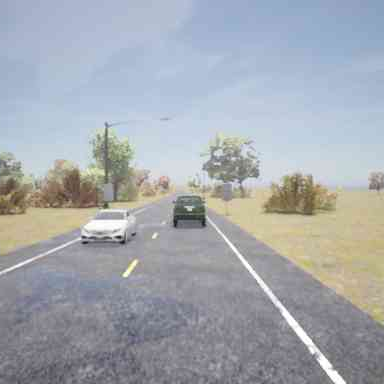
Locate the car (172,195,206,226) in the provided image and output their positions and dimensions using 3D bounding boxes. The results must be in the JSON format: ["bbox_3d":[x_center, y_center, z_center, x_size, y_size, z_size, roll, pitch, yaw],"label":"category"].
[{"bbox_3d":[-0.208,1.208,23.668,2.150,2.045,5.566,0,0,-1],"label":"car"}]

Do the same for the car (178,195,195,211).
[{"bbox_3d":[-0.709,1.317,41.779,2.097,1.767,4.553,0,0,-2],"label":"car"}]

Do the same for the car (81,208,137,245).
[{"bbox_3d":[-3.719,1.522,15.660,1.812,1.442,4.674,0,0,-1],"label":"car"}]
